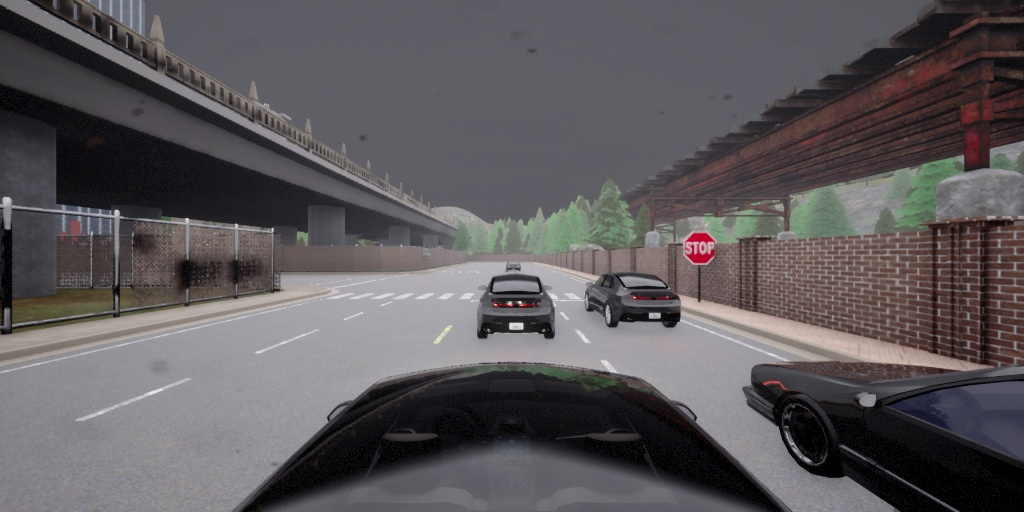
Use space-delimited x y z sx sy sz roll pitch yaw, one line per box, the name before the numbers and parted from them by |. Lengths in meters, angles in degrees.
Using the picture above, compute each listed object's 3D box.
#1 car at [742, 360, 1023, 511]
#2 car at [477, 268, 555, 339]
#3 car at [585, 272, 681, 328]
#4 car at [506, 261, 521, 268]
car | 3.600 1.297 1.687 2.033 1.411 5.357 0 0 0
car | 0.095 1.255 10.073 1.837 1.490 4.892 0 0 0
car | 3.596 1.255 11.433 1.837 1.490 4.892 0 0 0
car | 0.164 1.351 46.352 1.895 1.301 4.718 0 0 -1
